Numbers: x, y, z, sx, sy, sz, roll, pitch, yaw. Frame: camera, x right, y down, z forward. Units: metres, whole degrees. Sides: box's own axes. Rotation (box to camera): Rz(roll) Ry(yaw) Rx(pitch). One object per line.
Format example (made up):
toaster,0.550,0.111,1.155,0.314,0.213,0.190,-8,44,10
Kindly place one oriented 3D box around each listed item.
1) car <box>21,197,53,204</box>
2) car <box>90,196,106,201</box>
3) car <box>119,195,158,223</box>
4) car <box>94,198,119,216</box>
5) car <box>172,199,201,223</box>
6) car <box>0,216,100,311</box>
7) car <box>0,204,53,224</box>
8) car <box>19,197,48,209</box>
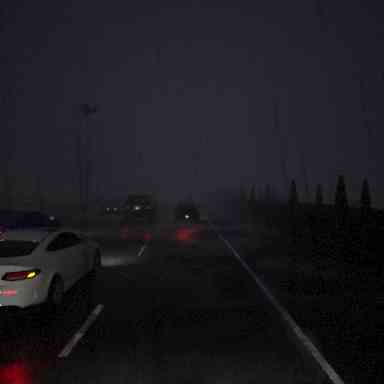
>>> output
car,-18.462,1.496,40.084,1.882,1.535,5.008,0,0,-1
car,-15.290,1.404,54.812,2.097,1.767,4.553,0,0,-2
car,-3.925,1.231,26.102,2.150,2.045,5.566,0,0,-1
car,-7.590,1.560,32.300,2.033,1.411,5.357,0,0,-2
car,-0.416,1.511,25.751,1.837,1.490,4.892,0,-1,-1
car,-3.491,1.529,7.626,1.812,1.442,4.674,0,0,-1
car,-7.123,1.484,14.032,1.882,1.535,5.008,0,0,-1
car,-22.102,1.499,46.615,1.882,1.535,5.008,0,0,-1
